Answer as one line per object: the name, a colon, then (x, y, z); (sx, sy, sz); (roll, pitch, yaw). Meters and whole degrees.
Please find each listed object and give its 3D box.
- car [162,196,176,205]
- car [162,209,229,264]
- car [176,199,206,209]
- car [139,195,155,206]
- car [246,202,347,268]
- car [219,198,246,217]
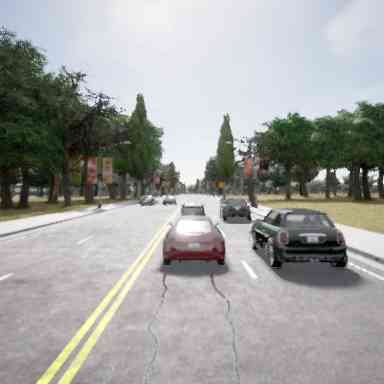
car: (-3.321, 1.284, 50.140); (1.994, 1.385, 4.181); (0, 0, 0)
car: (0.072, 1.516, 11.678); (1.994, 1.385, 4.181); (0, 0, 0)
car: (0.070, 1.361, 26.564); (2.128, 1.511, 4.902); (0, 0, 0)
car: (-6.576, 1.220, 48.942); (2.128, 1.511, 4.902); (0, 0, 0)
car: (3.319, 1.306, 11.228); (2.097, 1.767, 4.553); (0, 0, 0)
car: (3.318, 1.220, 26.308); (2.097, 1.767, 4.553); (0, 0, 0)
